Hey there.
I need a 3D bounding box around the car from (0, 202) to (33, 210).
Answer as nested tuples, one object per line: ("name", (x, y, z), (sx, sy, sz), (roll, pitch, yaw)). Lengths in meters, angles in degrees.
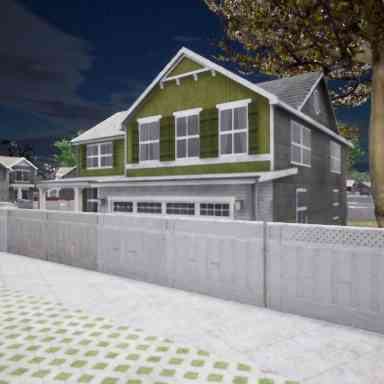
("car", (-16.003, 1.620, 31.645), (2.033, 1.411, 5.357), (0, 0, 18))
